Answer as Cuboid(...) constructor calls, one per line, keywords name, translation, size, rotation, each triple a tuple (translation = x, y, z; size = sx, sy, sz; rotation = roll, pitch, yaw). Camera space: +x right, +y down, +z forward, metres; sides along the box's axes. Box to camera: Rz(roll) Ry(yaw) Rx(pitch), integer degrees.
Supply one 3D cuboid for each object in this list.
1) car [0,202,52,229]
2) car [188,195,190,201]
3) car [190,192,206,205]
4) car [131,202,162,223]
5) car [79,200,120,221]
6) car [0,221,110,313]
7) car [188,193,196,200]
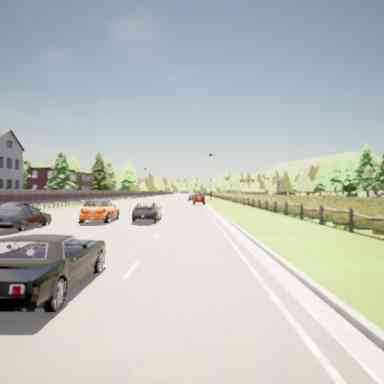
Cuboid(name="car", translation=(-10.398, 1.548, 20.113), size=(2.033, 1.411, 5.357), rotation=(0, 0, 0))
Cuboid(name="car", translation=(0.011, 1.402, 75.878), size=(1.812, 1.442, 4.674), rotation=(0, 0, 0))
Cuboid(name="car", translation=(1.232, 1.227, 58.685), size=(2.150, 2.045, 5.566), rotation=(0, 0, 0))
Cuboid(name="car", translation=(-3.396, 1.493, 25.489), size=(2.128, 1.511, 4.902), rotation=(0, 0, 0))
Cuboid(name="car", translation=(-6.896, 1.353, 25.227), size=(2.097, 1.767, 4.553), rotation=(0, 0, 0))
Cuboid(name="car", translation=(-3.398, 1.601, 7.606), size=(1.895, 1.301, 4.718), rotation=(0, 0, 0))
Cuboid(name="car", translation=(0.012, 1.287, 90.205), size=(2.097, 1.767, 4.553), rotation=(0, 0, 0))
